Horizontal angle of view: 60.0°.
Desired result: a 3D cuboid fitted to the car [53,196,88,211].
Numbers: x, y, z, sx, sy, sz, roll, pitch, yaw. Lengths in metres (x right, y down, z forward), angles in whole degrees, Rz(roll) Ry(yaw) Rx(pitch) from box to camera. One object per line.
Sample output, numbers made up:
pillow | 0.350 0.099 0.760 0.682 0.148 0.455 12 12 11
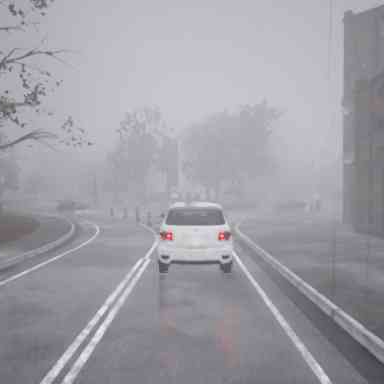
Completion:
car | -14.568 1.556 40.421 4.181 1.385 1.994 1 1 35

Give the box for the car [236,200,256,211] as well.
car | 5.357 1.599 39.818 4.718 1.301 1.895 0 1 -29

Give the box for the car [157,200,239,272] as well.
car | 0.082 1.342 11.428 2.150 2.045 5.566 0 0 0

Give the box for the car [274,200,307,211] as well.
car | 12.244 1.581 41.152 4.718 1.301 1.895 -1 1 -40
